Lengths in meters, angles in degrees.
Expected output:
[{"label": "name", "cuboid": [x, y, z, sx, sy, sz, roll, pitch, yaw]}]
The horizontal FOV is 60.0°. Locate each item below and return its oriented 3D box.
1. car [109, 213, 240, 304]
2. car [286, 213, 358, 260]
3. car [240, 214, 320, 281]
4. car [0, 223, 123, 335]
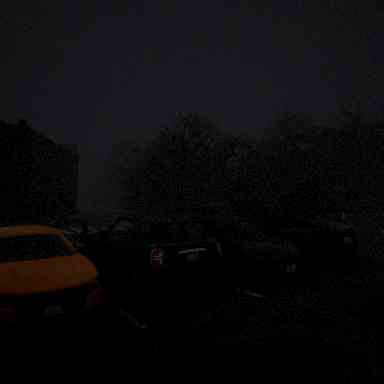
[{"label": "car", "cuboid": [-1.211, 1.350, 8.543, 2.185, 1.767, 4.553, 0, 0, -35]}, {"label": "car", "cuboid": [3.290, 1.479, 11.826, 2.163, 1.488, 4.792, 0, 0, -35]}, {"label": "car", "cuboid": [1.057, 1.493, 10.162, 2.163, 1.488, 4.792, 0, 0, -35]}, {"label": "car", "cuboid": [-3.495, 1.482, 6.960, 2.097, 1.535, 5.008, 0, 0, -35]}]
